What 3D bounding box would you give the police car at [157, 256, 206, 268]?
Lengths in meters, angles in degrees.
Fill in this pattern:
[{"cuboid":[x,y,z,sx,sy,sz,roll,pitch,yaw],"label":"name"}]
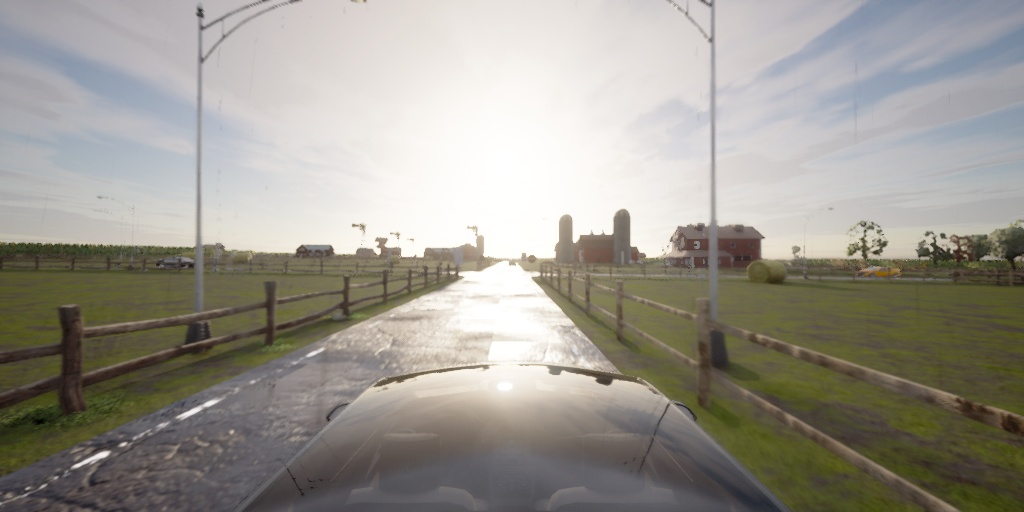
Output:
[{"cuboid":[-41.720,0.803,45.360,5.238,1.638,1.930,1,-1,0],"label":"police car"}]
